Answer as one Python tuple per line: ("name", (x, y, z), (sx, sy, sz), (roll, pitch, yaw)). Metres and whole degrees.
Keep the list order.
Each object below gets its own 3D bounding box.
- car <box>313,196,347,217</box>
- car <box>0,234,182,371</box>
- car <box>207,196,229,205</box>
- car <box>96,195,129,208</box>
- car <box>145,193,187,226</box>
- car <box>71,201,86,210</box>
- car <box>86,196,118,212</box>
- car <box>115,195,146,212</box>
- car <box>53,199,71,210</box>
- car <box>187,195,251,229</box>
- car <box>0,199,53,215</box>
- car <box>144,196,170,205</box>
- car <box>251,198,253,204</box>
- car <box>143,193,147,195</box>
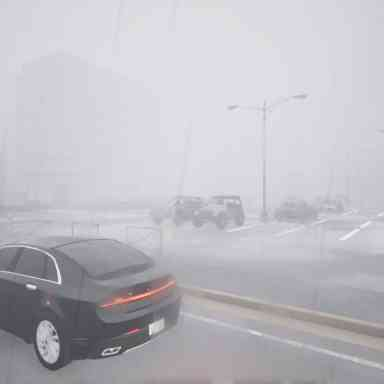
("car", (13.779, 1.395, 33.146), (1.970, 1.475, 3.806), (0, 0, 34))
("car", (-2.429, 1.505, 5.733), (4.892, 1.490, 1.837), (0, 0, 36))
("car", (4.908, 1.477, 61.352), (1.882, 1.535, 5.008), (0, 0, 34))
("car", (-11.807, 1.352, 49.410), (2.097, 1.767, 4.553), (0, 0, 34))
("car", (-0.632, 1.153, 21.882), (1.932, 1.855, 4.605), (0, 0, 34))
("car", (-12.470, 1.526, 42.149), (1.812, 1.442, 4.674), (0, 0, 34))
("car", (-9.801, 1.352, 39.500), (2.097, 1.767, 4.553), (0, 0, 34))
("car", (-6.100, 1.491, 38.733), (2.128, 1.511, 4.902), (0, 0, 34))
("car", (-17.144, 1.547, 41.492), (2.033, 1.411, 5.357), (0, 0, 34))
("car", (1.732, 1.156, 20.212), (1.905, 1.878, 3.866), (0, 0, 34))
("car", (-17.472, 1.601, 34.738), (1.895, 1.301, 4.718), (0, 0, 34))
("car", (-6.028, 1.526, 57.920), (1.812, 1.442, 4.674), (0, 0, 35))
("car", (9.870, 1.505, 62.456), (1.837, 1.490, 4.892), (0, 0, 34))
("car", (-6.584, 1.221, 50.860), (2.150, 2.045, 5.566), (0, 0, 34))
